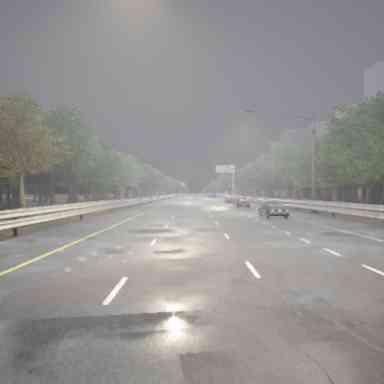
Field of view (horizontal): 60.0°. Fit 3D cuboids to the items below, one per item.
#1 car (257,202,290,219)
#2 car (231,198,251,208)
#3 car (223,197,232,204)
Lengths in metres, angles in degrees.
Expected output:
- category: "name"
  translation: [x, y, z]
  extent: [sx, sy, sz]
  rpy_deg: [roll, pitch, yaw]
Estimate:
- category: "car"
  translation: [7.066, 1.577, 29.176]
  extent: [2.033, 1.411, 5.357]
  rpy_deg: [0, 0, 0]
- category: "car"
  translation: [7.156, 1.592, 47.793]
  extent: [1.812, 1.442, 4.674]
  rpy_deg: [0, 0, 0]
- category: "car"
  translation: [7.280, 1.689, 65.908]
  extent: [1.895, 1.301, 4.718]
  rpy_deg: [0, 0, 0]
